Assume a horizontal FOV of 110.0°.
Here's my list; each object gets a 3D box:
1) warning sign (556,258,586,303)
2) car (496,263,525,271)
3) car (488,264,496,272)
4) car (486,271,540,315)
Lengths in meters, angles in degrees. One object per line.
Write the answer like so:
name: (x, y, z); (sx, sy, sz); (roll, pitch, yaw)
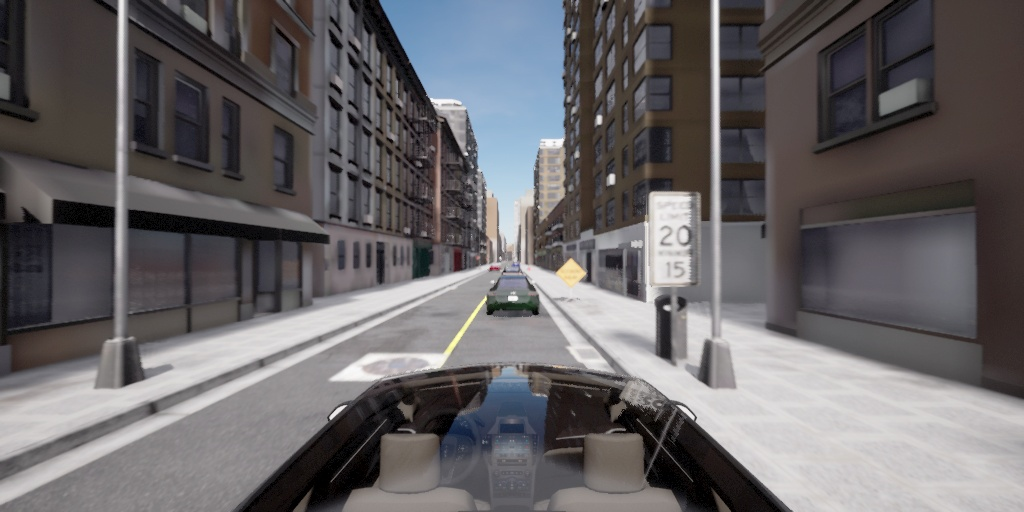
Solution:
warning sign: (2.517, 1.019, 15.330); (1.300, 1.860, 1.060); (0, 0, 0)
car: (0.046, 1.549, 29.229); (2.128, 1.511, 4.902); (0, -1, 1)
car: (-2.810, 1.974, 58.625); (1.895, 1.301, 4.718); (0, -1, 1)
car: (0.049, 1.459, 14.438); (1.994, 1.385, 4.181); (0, -1, 0)
